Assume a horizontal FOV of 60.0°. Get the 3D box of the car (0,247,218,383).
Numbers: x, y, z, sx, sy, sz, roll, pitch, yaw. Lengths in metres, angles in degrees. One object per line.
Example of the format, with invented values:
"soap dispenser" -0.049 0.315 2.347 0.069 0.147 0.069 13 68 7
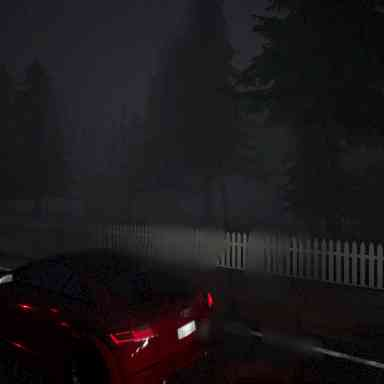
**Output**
"car" -1.709 1.564 4.996 4.181 1.385 1.994 0 0 35
